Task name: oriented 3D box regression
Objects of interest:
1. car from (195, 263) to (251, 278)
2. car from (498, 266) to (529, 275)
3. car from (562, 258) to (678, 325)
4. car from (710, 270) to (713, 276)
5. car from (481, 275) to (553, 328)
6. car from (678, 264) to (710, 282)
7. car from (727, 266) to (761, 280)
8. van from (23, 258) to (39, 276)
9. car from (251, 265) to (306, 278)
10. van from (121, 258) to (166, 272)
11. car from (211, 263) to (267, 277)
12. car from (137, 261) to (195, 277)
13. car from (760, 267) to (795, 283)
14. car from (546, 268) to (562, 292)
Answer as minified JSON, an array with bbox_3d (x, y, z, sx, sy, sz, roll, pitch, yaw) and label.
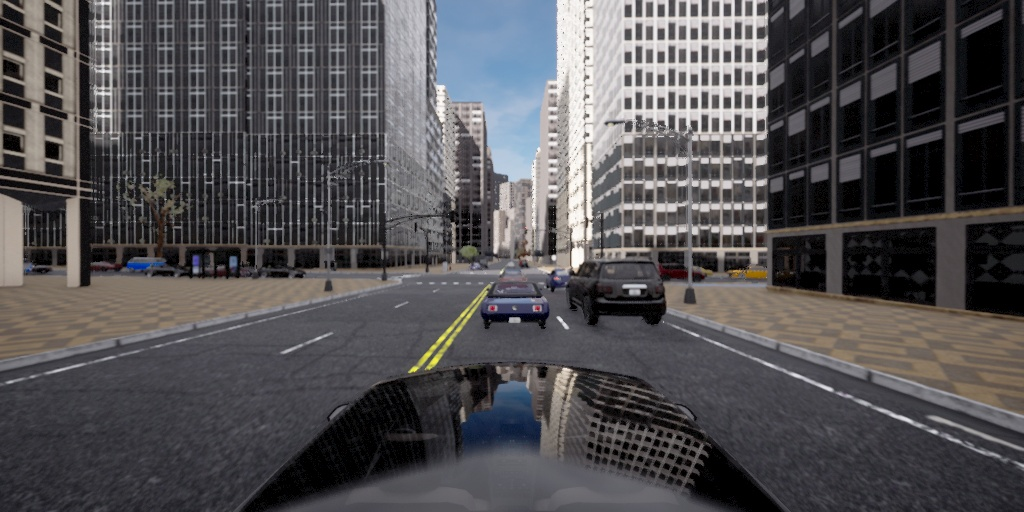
[{"bbox_3d":[-28.502,1.545,35.766,4.207,1.307,1.802,0,0,1],"label":"car"},{"bbox_3d":[0.048,1.562,23.451,1.994,1.385,4.181,0,-1,0],"label":"car"},{"bbox_3d":[3.326,1.096,12.449,2.150,2.045,5.566,0,0,0],"label":"car"},{"bbox_3d":[21.697,1.887,43.518,4.829,1.417,1.751,0,0,1],"label":"car"},{"bbox_3d":[0.078,1.469,11.931,1.895,1.301,4.718,0,-1,0],"label":"car"},{"bbox_3d":[16.109,1.664,35.218,5.009,1.841,2.192,0,0,1],"label":"car"},{"bbox_3d":[27.211,1.896,40.839,5.008,1.535,1.882,0,0,1],"label":"car"},{"bbox_3d":[-51.228,1.103,36.280,3.998,1.789,1.690,0,0,1],"label":"van"},{"bbox_3d":[-22.818,1.579,35.647,4.313,1.339,1.948,0,0,1],"label":"car"},{"bbox_3d":[-45.397,1.118,44.558,3.998,1.789,1.690,0,0,1],"label":"van"},{"bbox_3d":[-29.207,1.471,38.478,4.674,1.442,1.812,1,0,1],"label":"car"},{"bbox_3d":[-34.183,1.479,35.925,4.313,1.339,1.948,0,0,1],"label":"car"},{"bbox_3d":[27.557,1.970,35.050,4.829,1.417,1.751,0,0,1],"label":"car"},{"bbox_3d":[3.296,1.523,23.449,1.812,1.442,4.674,0,-1,0],"label":"car"}]
